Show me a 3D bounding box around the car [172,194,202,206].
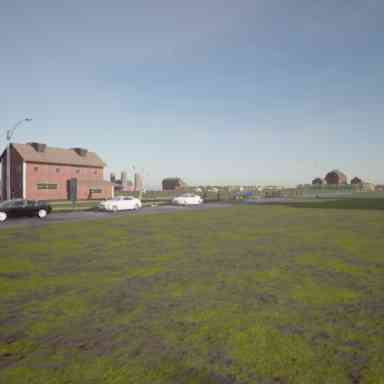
[{"bbox_3d":[-0.558,0.973,41.726,1.812,1.442,4.674,1,1,36],"label":"car"}]

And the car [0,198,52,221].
[{"bbox_3d":[-12.912,1.263,24.676,1.837,1.490,4.892,1,1,36],"label":"car"}]

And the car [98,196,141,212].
[{"bbox_3d":[-7.020,1.137,32.812,1.812,1.442,4.674,1,1,36],"label":"car"}]

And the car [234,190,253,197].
[{"bbox_3d":[8.396,0.357,53.936,1.812,1.442,4.674,1,1,36],"label":"car"}]
